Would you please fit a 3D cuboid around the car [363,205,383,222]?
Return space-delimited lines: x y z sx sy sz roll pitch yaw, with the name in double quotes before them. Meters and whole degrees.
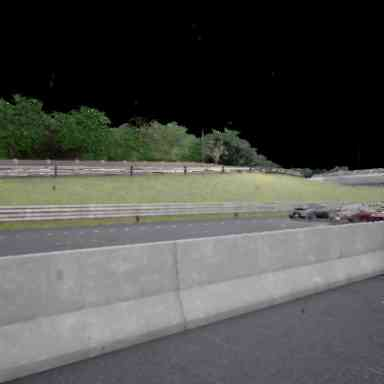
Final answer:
"car" 14.048 1.646 22.684 5.008 1.535 1.882 1 0 -36

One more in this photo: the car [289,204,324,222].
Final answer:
"car" 10.248 1.735 28.572 4.181 1.385 1.994 1 0 -36

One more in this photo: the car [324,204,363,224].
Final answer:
"car" 12.696 1.702 26.018 4.674 1.442 1.812 1 0 -36
